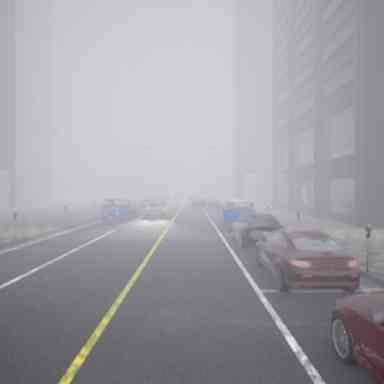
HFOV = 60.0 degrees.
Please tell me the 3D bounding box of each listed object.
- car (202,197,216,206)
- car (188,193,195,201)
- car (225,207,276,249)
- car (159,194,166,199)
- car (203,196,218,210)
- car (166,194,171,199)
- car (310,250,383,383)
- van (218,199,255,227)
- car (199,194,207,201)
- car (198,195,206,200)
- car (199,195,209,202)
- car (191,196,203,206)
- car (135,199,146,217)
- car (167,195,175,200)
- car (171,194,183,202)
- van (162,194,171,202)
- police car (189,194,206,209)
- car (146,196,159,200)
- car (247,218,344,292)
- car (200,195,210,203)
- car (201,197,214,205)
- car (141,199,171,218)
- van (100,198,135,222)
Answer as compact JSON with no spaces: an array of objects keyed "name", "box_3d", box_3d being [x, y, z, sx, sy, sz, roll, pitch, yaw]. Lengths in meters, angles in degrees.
[{"name":"car","box_3d":[2.732,1.507,53.759,2.008,1.369,4.403,0,0,0]},{"name":"car","box_3d":[0.717,1.301,60.183,2.097,1.767,4.553,0,0,0]},{"name":"car","box_3d":[2.752,1.556,14.275,1.947,1.339,4.313,0,0,0]},{"name":"car","box_3d":[-5.794,1.397,53.752,1.967,1.590,4.097,0,0,0]},{"name":"car","box_3d":[2.738,1.512,42.478,1.887,1.381,4.507,0,0,0]},{"name":"car","box_3d":[-5.799,1.508,65.035,1.947,1.339,4.313,0,0,0]},{"name":"car","box_3d":[2.758,1.580,2.993,1.802,1.307,4.206,0,0,0]},{"name":"van","box_3d":[2.748,1.327,19.915,1.690,1.788,3.998,0,0,0]},{"name":"car","box_3d":[2.718,1.356,81.963,1.967,1.590,4.097,0,0,0]},{"name":"car","box_3d":[2.715,1.457,87.604,2.008,1.369,4.403,0,0,0]},{"name":"car","box_3d":[2.721,1.476,76.322,2.008,1.369,4.403,0,0,0]},{"name":"car","box_3d":[0.808,1.462,54.212,1.837,1.490,4.892,0,0,0]},{"name":"car","box_3d":[-5.782,1.521,31.189,1.887,1.381,4.507,0,0,0]},{"name":"car","box_3d":[-5.813,1.447,93.240,2.008,1.369,4.403,0,0,0]},{"name":"car","box_3d":[-3.037,1.279,72.404,2.097,1.767,4.553,0,0,0]},{"name":"van","box_3d":[-5.805,1.267,76.316,1.690,1.788,3.998,0,0,0]},{"name":"police car","box_3d":[0.864,1.393,44.322,1.930,1.638,5.238,0,0,0]},{"name":"car","box_3d":[-5.788,1.533,42.471,1.947,1.339,4.313,0,0,0]},{"name":"car","box_3d":[2.755,1.576,8.634,1.802,1.307,4.206,0,0,0]},{"name":"car","box_3d":[2.724,1.459,70.851,1.752,1.417,4.829,0,0,0]},{"name":"car","box_3d":[2.729,1.516,59.400,1.947,1.339,4.313,0,0,0]},{"name":"car","box_3d":[-3.114,1.578,30.033,1.895,1.301,4.718,0,0,0]},{"name":"van","box_3d":[-5.780,1.322,25.549,1.690,1.788,3.998,0,0,0]}]
